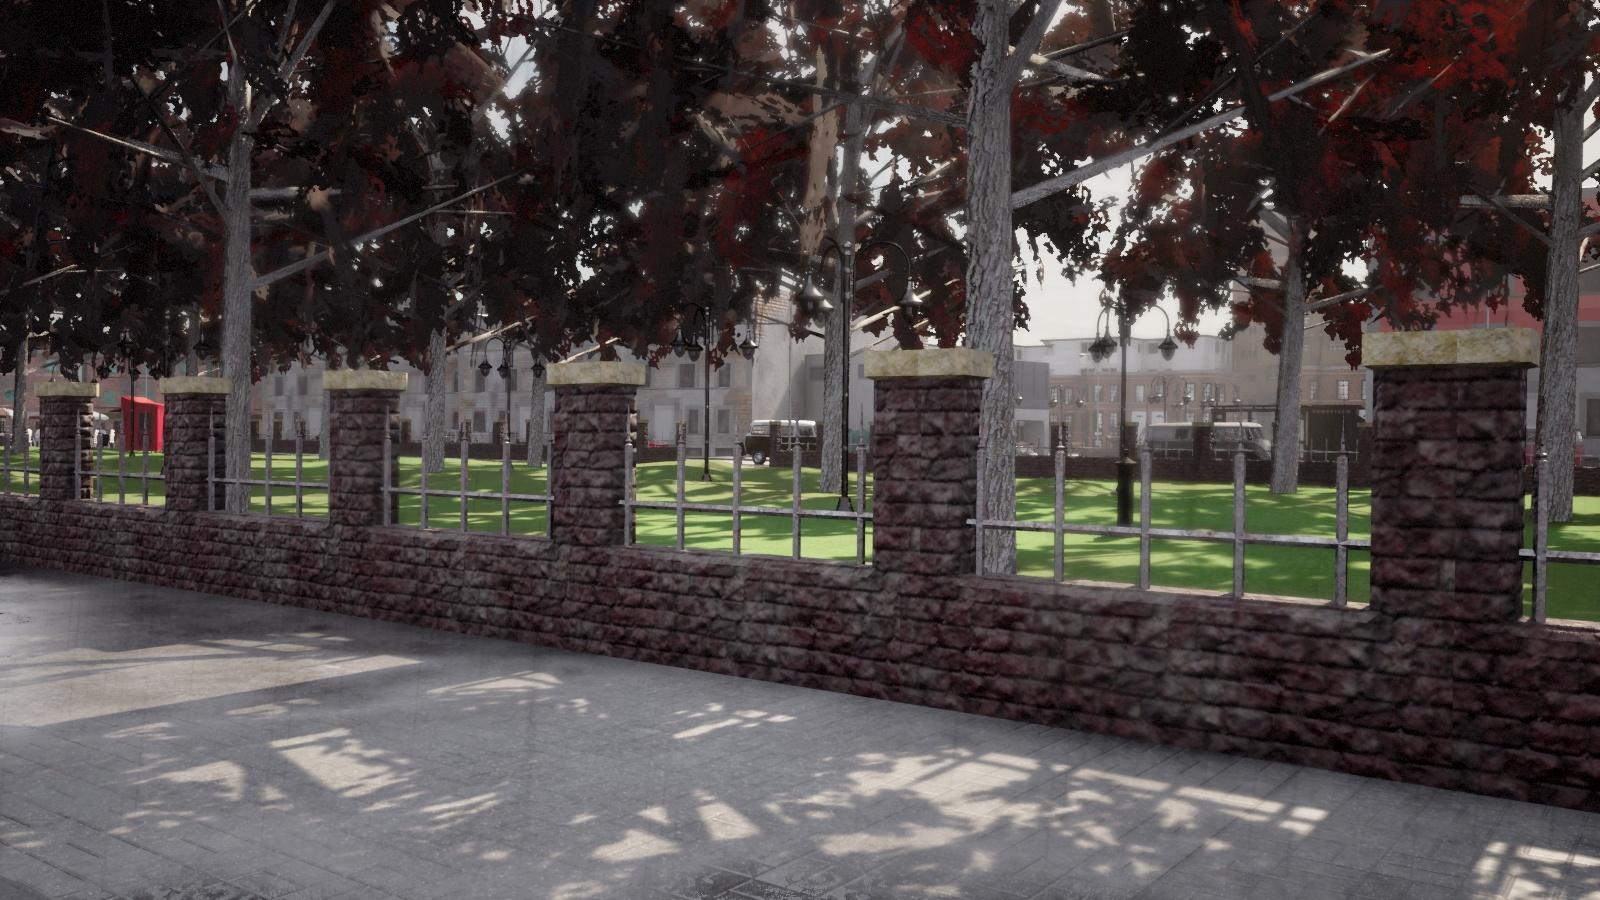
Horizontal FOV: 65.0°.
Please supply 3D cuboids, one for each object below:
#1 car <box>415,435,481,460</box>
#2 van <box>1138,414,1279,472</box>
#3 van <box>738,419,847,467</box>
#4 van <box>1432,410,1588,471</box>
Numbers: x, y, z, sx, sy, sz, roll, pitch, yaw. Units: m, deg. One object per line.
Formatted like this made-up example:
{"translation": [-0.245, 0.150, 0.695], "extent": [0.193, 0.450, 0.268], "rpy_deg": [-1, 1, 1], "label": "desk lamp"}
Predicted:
{"translation": [-21.393, -0.151, 76.294], "extent": [3.806, 1.475, 1.970], "rpy_deg": [0, 1, 36], "label": "car"}
{"translation": [14.553, -0.260, 44.835], "extent": [4.442, 1.987, 1.775], "rpy_deg": [0, 1, 36], "label": "van"}
{"translation": [-0.362, -0.304, 55.839], "extent": [4.480, 2.038, 2.069], "rpy_deg": [0, 1, 36], "label": "van"}
{"translation": [24.136, -0.318, 42.735], "extent": [4.442, 1.987, 1.775], "rpy_deg": [0, 1, 36], "label": "van"}
